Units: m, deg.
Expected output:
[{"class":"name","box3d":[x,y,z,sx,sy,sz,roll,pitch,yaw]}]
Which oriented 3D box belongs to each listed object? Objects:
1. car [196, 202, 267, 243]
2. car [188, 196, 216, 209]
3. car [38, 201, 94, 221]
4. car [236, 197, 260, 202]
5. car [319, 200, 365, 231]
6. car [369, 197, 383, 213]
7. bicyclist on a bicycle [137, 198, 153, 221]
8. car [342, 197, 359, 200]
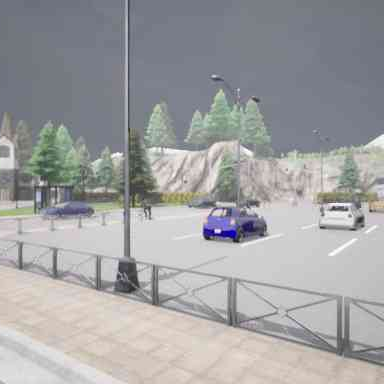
[{"class":"car","box3d":[2.086,1.384,15.154,1.845,1.501,3.633,0,0,35]},{"class":"car","box3d":[1.367,1.349,44.622,2.097,1.767,4.553,0,0,36]},{"class":"car","box3d":[-10.425,1.524,27.890,1.812,1.442,4.674,0,0,35]},{"class":"car","box3d":[8.091,1.492,47.708,2.128,1.511,4.902,0,0,38]},{"class":"car","box3d":[8.829,1.397,19.453,1.970,1.475,3.806,0,0,35]},{"class":"car","box3d":[19.814,1.343,34.545,2.152,1.636,5.027,0,0,35]},{"class":"bicyclist on a bicycle","box3d":[-3.516,1.304,24.710,1.656,1.620,0.582,0,0,35]},{"class":"car","box3d":[17.232,1.350,36.328,2.007,1.523,4.514,0,0,35]}]
